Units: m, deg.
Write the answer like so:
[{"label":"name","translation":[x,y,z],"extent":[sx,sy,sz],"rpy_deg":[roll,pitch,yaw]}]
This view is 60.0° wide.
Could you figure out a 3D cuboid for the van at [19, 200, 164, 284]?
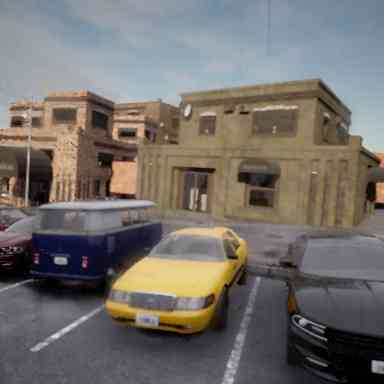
[{"label":"van","translation":[-2.207,1.223,9.151],"extent":[1.878,1.987,4.442],"rpy_deg":[0,-1,15]}]

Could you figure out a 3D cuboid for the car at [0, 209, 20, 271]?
[{"label":"car","translation":[-4.636,1.438,10.742],"extent":[2.097,1.535,5.008],"rpy_deg":[1,0,15]}]

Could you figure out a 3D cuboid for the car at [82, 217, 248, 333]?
[{"label":"car","translation":[0.106,1.452,7.155],"extent":[1.946,1.575,5.366],"rpy_deg":[1,0,16]}]

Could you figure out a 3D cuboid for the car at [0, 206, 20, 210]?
[{"label":"car","translation":[-7.060,1.302,12.413],"extent":[2.185,1.767,4.553],"rpy_deg":[0,-1,15]}]

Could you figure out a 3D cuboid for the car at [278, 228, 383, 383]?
[{"label":"car","translation":[2.553,1.467,5.639],"extent":[2.097,1.535,5.008],"rpy_deg":[1,0,16]}]
